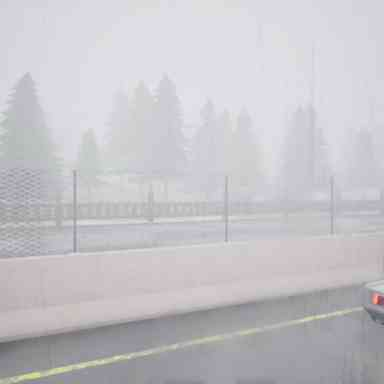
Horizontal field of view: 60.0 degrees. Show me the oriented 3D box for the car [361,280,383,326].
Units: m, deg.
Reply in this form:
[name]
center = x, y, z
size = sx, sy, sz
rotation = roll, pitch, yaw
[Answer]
[car]
center = 5.074, 1.625, 5.272
size = 4.718, 1.301, 1.895
rotation = 0, 0, -25
